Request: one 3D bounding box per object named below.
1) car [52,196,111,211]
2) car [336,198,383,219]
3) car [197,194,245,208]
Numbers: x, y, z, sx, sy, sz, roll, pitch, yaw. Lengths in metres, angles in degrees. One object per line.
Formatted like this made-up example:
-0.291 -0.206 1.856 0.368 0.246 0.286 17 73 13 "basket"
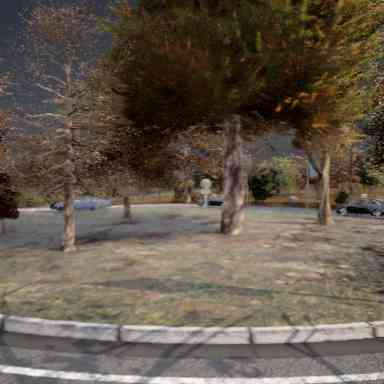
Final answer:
-10.208 1.049 30.752 5.357 1.411 2.033 -1 1 -40 "car"
14.086 1.250 26.828 2.128 1.511 4.902 0 1 -30 "car"
2.959 0.922 34.124 4.902 1.511 2.128 1 1 12 "car"
